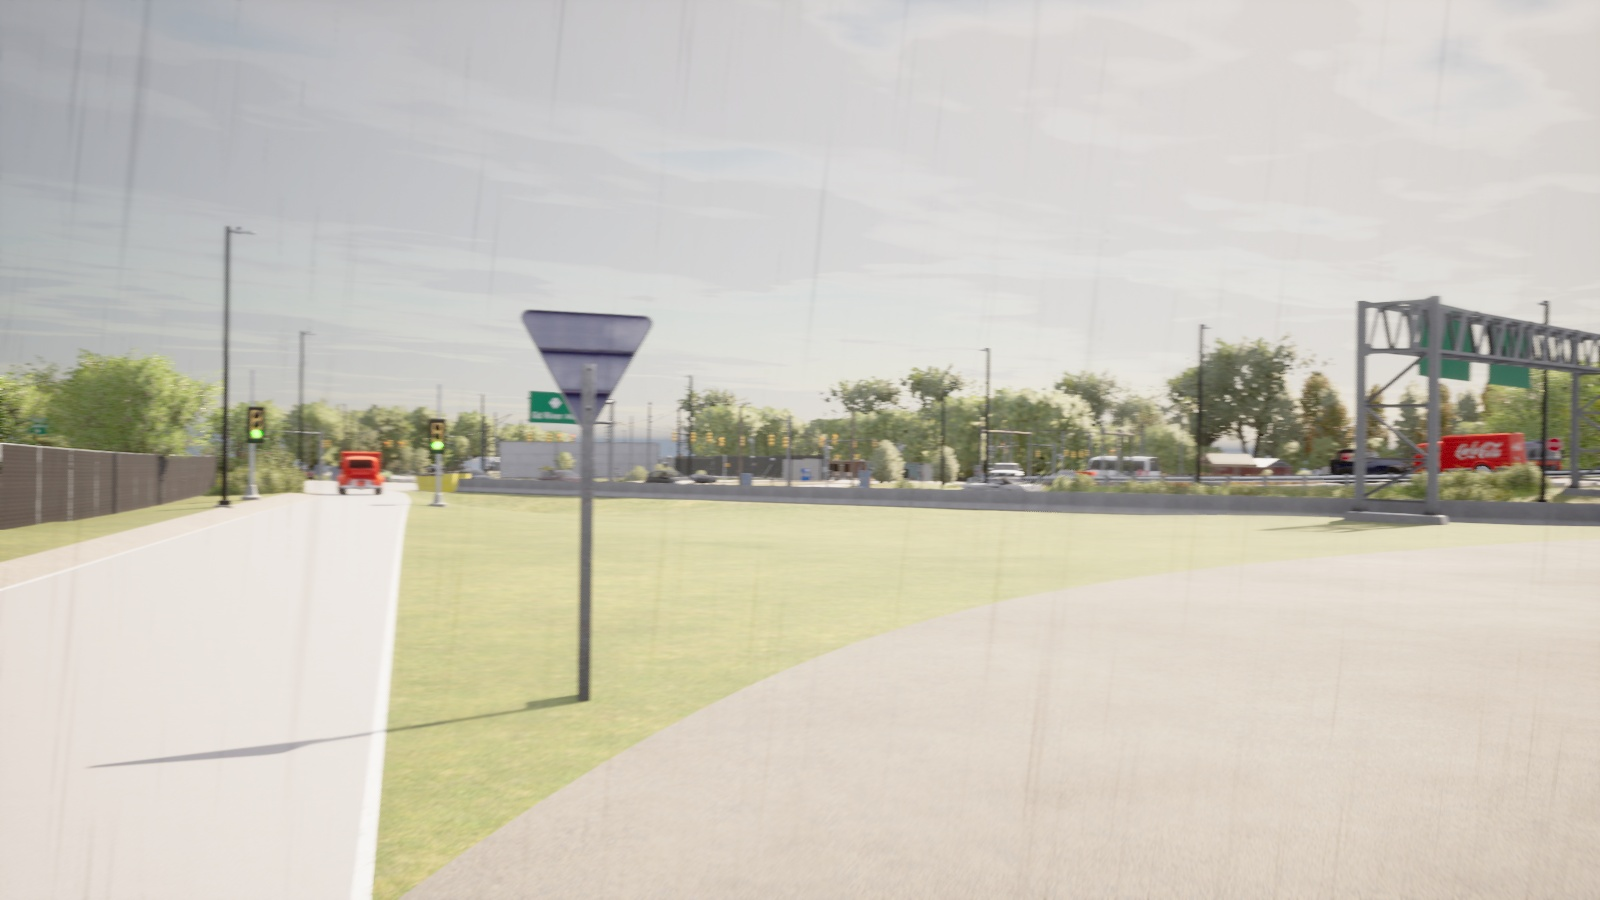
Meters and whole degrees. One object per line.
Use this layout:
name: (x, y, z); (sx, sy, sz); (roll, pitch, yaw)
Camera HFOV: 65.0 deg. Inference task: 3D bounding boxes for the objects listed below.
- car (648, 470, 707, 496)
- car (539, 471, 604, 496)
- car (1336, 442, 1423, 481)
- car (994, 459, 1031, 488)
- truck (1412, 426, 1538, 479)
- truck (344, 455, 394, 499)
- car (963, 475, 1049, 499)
car: (-8.195, 2.186, 83.930); (1.851, 1.617, 3.988); (0, -1, -44)
car: (-15.841, 2.301, 86.894); (2.033, 1.649, 4.856); (0, -1, -44)
car: (29.969, 0.585, 64.946); (3.866, 1.878, 1.905); (-2, -1, 31)
car: (16.152, 1.832, 95.277); (2.150, 2.045, 5.566); (0, -2, 15)
truck: (36.032, 0.152, 67.139); (2.627, 2.467, 5.204); (-3, -1, -40)
truck: (-24.989, 1.571, 72.734); (2.627, 2.467, 5.204); (0, -1, -19)
car: (11.936, 2.130, 72.912); (1.895, 1.301, 4.718); (0, -1, -44)
